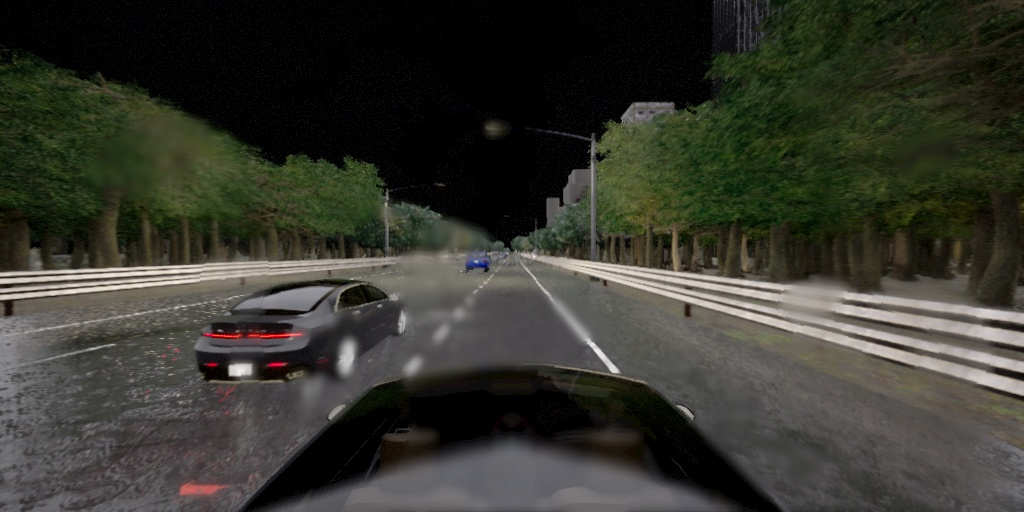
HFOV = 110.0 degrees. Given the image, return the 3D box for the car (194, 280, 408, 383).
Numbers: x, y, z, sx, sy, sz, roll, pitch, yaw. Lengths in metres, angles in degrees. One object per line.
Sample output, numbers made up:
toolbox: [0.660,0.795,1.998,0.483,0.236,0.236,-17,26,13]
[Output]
car: [-3.497,1.204,7.047,1.837,1.490,4.892,0,1,0]

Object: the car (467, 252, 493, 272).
car: [-3.473,0.618,37.874,2.150,2.045,5.566,0,1,0]
